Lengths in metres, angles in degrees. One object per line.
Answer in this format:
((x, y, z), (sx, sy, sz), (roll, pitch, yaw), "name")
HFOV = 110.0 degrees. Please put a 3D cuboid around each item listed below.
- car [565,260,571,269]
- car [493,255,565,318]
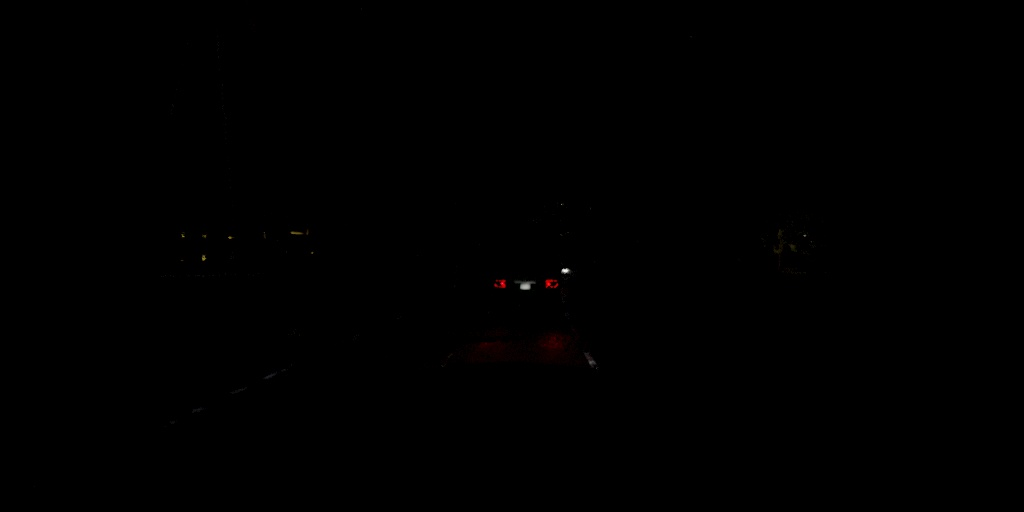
((8.773, 1.441, 60.916), (2.128, 1.511, 4.902), (0, 0, 18), "car")
((0.663, 1.001, 13.291), (2.150, 2.045, 5.566), (0, 0, 6), "car")
